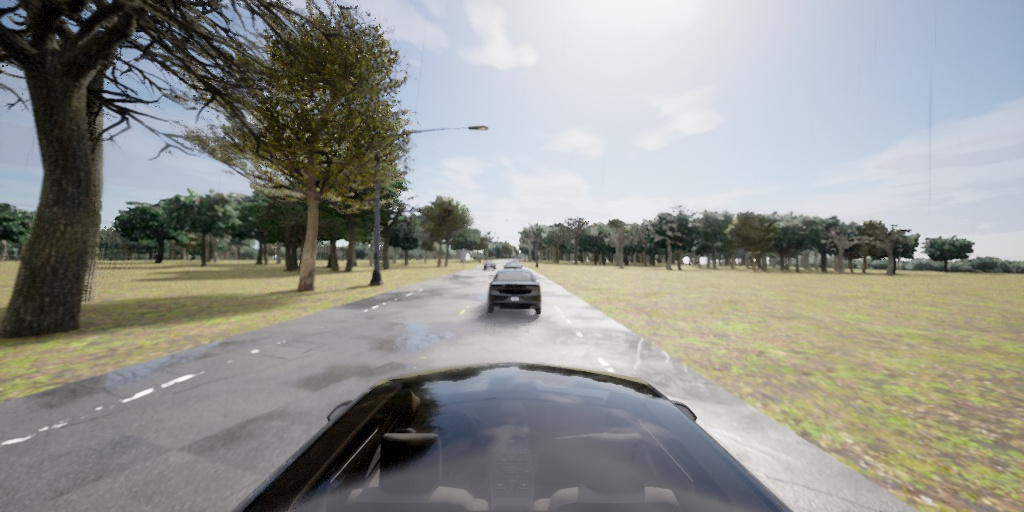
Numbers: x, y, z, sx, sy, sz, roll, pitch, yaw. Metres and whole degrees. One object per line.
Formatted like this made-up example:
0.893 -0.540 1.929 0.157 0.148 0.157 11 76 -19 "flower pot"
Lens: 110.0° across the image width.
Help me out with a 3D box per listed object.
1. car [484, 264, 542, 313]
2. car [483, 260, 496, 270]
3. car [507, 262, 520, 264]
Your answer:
0.100 1.252 14.194 1.882 1.535 5.008 1 0 0 "car"
-3.555 1.428 57.473 2.128 1.511 4.902 1 -1 0 "car"
0.108 1.304 33.994 1.812 1.442 4.674 0 0 0 "car"
